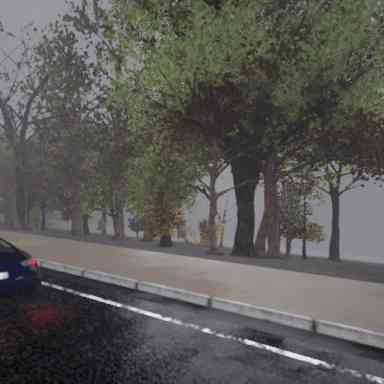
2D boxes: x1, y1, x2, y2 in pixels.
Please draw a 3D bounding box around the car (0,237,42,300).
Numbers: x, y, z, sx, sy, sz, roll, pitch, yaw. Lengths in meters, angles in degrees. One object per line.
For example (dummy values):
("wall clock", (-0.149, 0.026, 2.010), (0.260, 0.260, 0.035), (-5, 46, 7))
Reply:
("car", (-5.236, 1.558, 7.430), (4.181, 1.385, 1.994), (0, 0, 36))
